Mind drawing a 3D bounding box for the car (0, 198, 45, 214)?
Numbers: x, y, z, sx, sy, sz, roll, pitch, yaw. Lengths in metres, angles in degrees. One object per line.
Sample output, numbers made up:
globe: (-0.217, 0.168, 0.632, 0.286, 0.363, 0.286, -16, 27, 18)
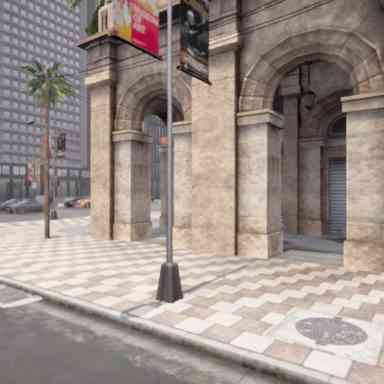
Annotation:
car: (-17.474, 1.551, 35.411, 1.994, 1.385, 4.181, 0, 0, 36)

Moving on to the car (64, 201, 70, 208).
car: (-16.255, 1.498, 48.449, 2.161, 1.482, 4.786, 0, 0, 35)

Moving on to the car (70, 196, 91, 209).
car: (-13.977, 1.338, 46.317, 2.097, 1.767, 4.553, 0, 0, 35)
